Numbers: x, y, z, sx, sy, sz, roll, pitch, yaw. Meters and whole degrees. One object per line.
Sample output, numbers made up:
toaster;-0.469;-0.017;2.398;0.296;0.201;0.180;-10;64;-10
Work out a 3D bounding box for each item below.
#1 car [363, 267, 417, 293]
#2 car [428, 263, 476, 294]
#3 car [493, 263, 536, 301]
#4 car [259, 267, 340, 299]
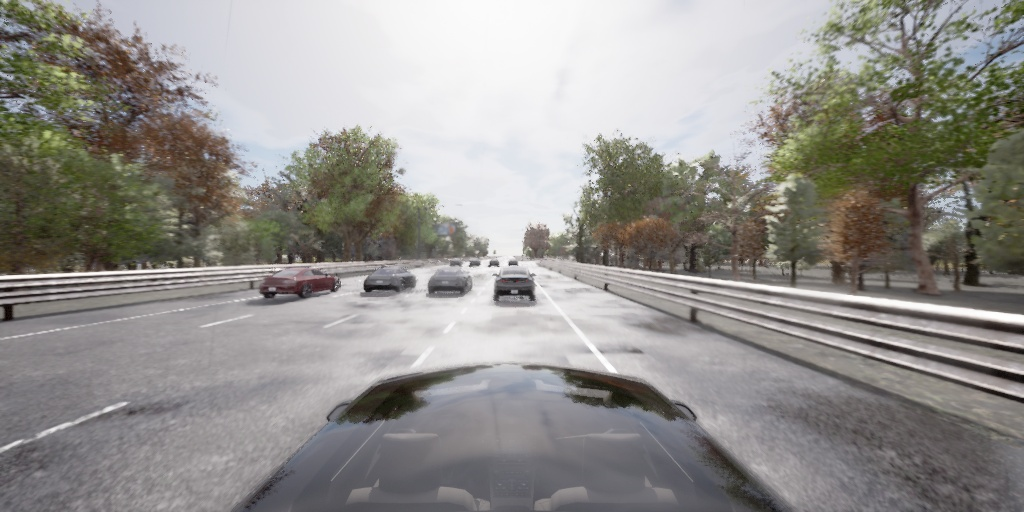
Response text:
car;-6.879;1.312;20.640;1.994;1.385;4.181;0;0;0
car;-3.379;1.313;20.184;1.994;1.385;4.181;0;0;0
car;0.115;1.256;17.539;1.837;1.490;4.892;0;0;0
car;-10.384;1.272;17.846;1.812;1.442;4.674;0;0;0
